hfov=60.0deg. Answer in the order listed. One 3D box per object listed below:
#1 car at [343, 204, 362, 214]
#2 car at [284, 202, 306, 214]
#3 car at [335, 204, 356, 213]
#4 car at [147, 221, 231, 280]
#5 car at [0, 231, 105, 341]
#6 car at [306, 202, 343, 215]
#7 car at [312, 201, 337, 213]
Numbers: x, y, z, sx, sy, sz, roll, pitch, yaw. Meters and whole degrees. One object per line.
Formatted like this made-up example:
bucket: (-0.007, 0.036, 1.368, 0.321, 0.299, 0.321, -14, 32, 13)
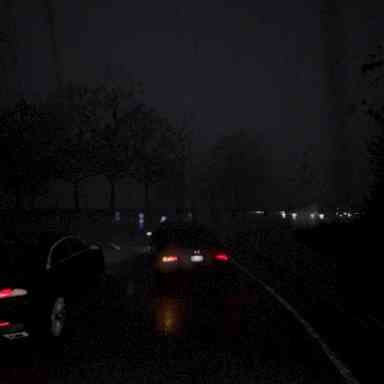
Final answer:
car: (24.458, 2.707, 51.629, 1.994, 1.385, 4.181, 0, -2, 45)
car: (14.885, 2.223, 46.888, 1.882, 1.535, 5.008, 0, -2, 45)
car: (27.683, 2.976, 59.851, 1.837, 1.490, 4.892, 0, -2, 45)
car: (-0.320, 1.596, 10.175, 2.033, 1.411, 5.357, 0, 0, -10)
car: (-3.006, 1.513, 6.473, 2.128, 1.511, 4.902, 0, 0, -3)
car: (18.003, 2.324, 45.060, 2.033, 1.411, 5.357, 0, -2, 45)
car: (21.294, 2.459, 53.379, 2.097, 1.767, 4.553, 0, -2, 44)
